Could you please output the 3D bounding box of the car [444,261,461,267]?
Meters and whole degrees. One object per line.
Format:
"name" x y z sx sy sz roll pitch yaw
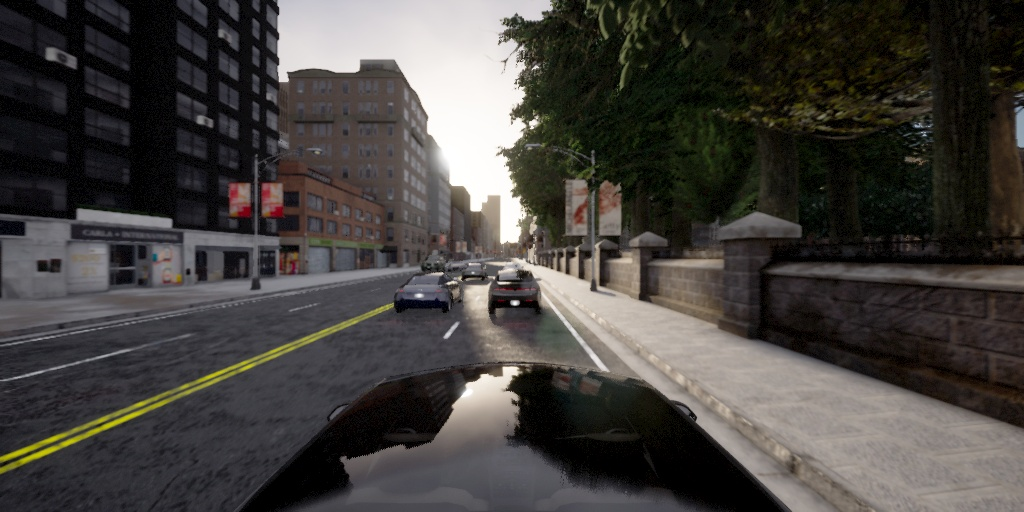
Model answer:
"car" -6.590 1.341 43.755 1.994 1.385 4.181 0 0 0

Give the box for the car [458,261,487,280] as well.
"car" -3.152 1.333 31.070 1.994 1.385 4.181 0 0 0

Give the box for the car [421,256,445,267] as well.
"car" -9.832 1.002 45.112 2.150 2.045 5.566 0 0 0

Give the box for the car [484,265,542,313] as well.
"car" 0.099 1.262 13.975 1.837 1.490 4.892 0 0 0

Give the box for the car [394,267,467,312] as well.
"car" -3.150 1.321 14.200 1.994 1.385 4.181 0 0 0

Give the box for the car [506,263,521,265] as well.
"car" 0.099 1.295 31.525 1.812 1.442 4.674 0 0 0
